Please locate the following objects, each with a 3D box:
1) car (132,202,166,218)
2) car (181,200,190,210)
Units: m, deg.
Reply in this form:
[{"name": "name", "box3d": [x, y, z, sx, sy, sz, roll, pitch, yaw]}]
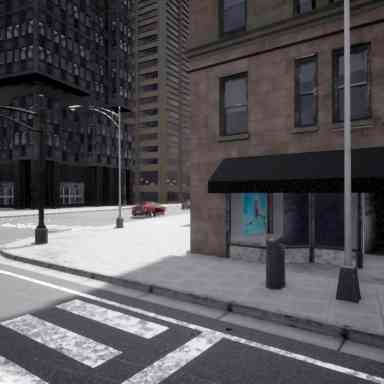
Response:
[{"name": "car", "box3d": [-4.267, 1.755, 33.866, 1.882, 1.535, 5.008, 0, -1, 20]}, {"name": "car", "box3d": [-0.091, 2.046, 53.043, 1.812, 1.442, 4.674, 0, -1, 24]}]
